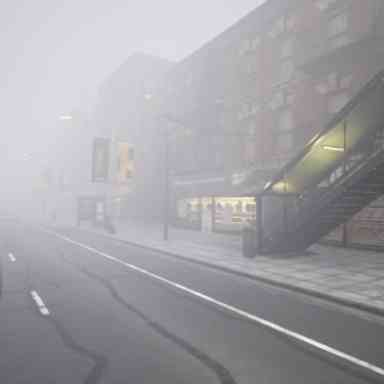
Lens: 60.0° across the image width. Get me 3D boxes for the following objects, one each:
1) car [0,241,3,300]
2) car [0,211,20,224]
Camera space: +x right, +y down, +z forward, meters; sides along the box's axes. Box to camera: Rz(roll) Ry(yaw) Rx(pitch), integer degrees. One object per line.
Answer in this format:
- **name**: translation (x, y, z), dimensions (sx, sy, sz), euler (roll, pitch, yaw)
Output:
- **car**: translation (-5.972, 1.733, 8.425), dimensions (1.882, 1.535, 5.008), euler (2, -3, -33)
- **car**: translation (-20.418, 2.736, 36.510), dimensions (1.895, 1.301, 4.718), euler (2, -3, -38)
